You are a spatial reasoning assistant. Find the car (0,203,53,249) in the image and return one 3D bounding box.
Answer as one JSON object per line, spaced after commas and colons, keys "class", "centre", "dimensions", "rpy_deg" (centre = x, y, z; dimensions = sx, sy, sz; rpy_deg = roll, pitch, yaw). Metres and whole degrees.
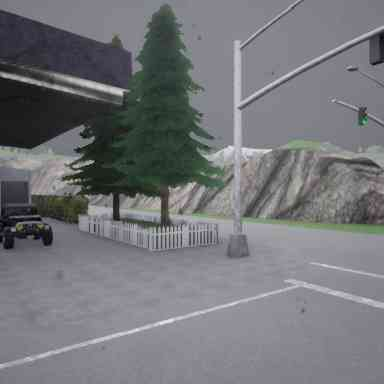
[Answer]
{"class": "car", "centre": [-8.030, 1.505, 15.815], "dimensions": [1.905, 1.878, 3.866], "rpy_deg": [0, 0, -37]}
